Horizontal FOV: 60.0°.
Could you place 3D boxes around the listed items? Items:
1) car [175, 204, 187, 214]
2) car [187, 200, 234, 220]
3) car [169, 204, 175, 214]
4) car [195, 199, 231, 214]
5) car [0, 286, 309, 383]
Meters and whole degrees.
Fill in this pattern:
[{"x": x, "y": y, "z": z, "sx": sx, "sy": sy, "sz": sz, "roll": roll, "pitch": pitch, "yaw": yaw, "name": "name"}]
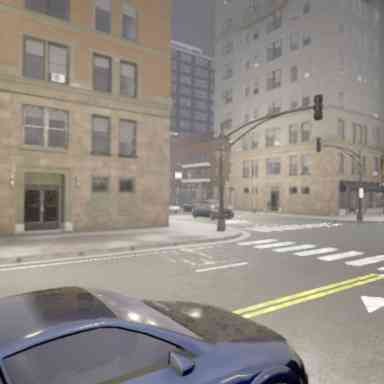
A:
[{"x": 0.492, "y": 1.678, "z": 36.368, "sx": 1.837, "sy": 1.490, "sz": 4.892, "roll": 1, "pitch": -1, "yaw": -35, "name": "car"}, {"x": 1.786, "y": 1.706, "z": 29.416, "sx": 1.994, "sy": 1.385, "sz": 4.181, "roll": 1, "pitch": 0, "yaw": -36, "name": "car"}, {"x": -3.246, "y": 1.736, "z": 36.532, "sx": 1.895, "sy": 1.301, "sz": 4.718, "roll": 1, "pitch": 0, "yaw": -35, "name": "car"}, {"x": 2.320, "y": 1.644, "z": 38.170, "sx": 1.967, "sy": 1.590, "sz": 4.097, "roll": 1, "pitch": 0, "yaw": -35, "name": "car"}, {"x": -0.904, "y": 1.570, "z": 2.796, "sx": 4.181, "sy": 1.385, "sz": 1.994, "roll": 1, "pitch": 0, "yaw": -35, "name": "car"}]
